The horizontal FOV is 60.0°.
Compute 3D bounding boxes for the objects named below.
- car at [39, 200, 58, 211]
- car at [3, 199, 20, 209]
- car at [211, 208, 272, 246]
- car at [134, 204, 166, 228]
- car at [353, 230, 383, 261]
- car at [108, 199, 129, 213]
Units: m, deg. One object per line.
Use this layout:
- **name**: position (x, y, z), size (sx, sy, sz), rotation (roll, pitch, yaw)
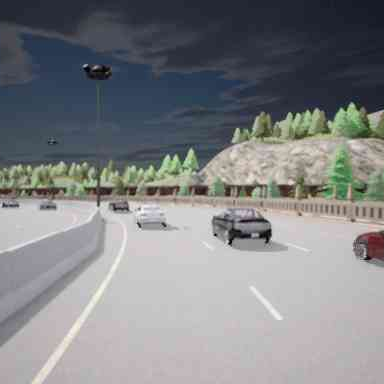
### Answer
- **car**: position (-19.500, 1.783, 44.989), size (1.994, 1.385, 4.181), rotation (-1, 0, -30)
- **car**: position (-28.599, 1.870, 52.628), size (2.033, 1.411, 5.357), rotation (-1, 0, -36)
- **car**: position (2.137, 1.494, 15.462), size (2.128, 1.511, 4.902), rotation (0, 0, -8)
- **car**: position (-2.940, 1.571, 22.867), size (1.812, 1.442, 4.674), rotation (0, 0, -14)
- **car**: position (6.452, 1.500, 9.221), size (1.812, 1.442, 4.674), rotation (0, 0, -5)
- **car**: position (-8.829, 1.605, 39.858), size (2.128, 1.511, 4.902), rotation (0, 0, -24)
